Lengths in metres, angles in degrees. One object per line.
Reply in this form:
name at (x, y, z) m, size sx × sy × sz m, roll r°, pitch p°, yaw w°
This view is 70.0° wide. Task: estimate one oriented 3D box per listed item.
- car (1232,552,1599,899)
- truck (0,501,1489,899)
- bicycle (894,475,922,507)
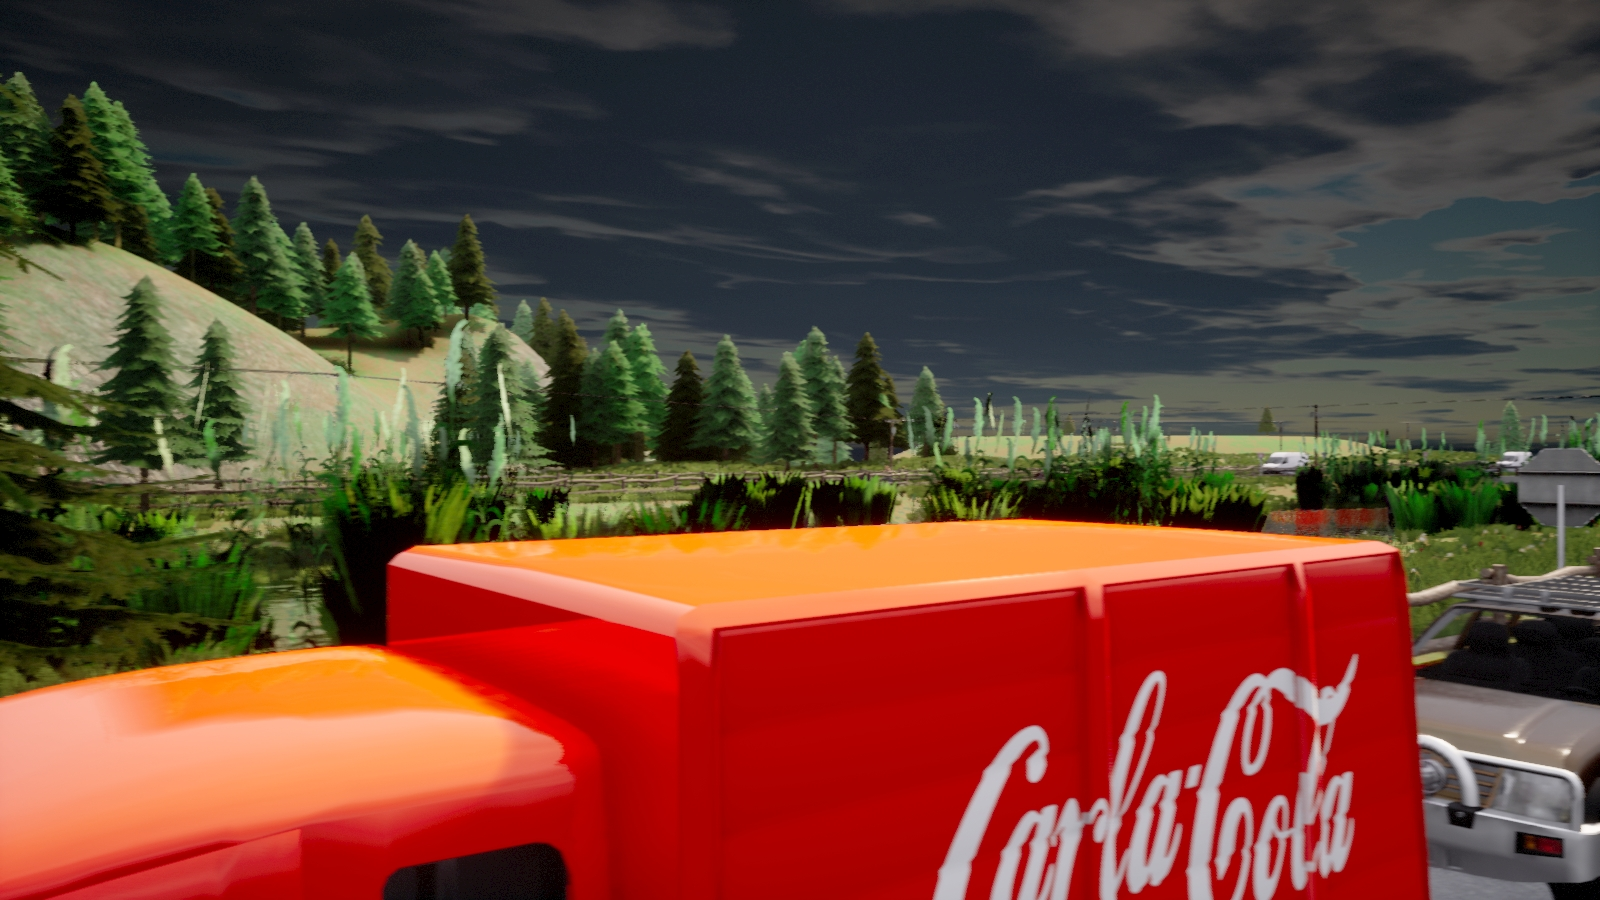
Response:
car at (5.186, 1.826, 7.919) m, size 4.605 × 1.855 × 1.932 m, roll 0°, pitch 0°, yaw -37°
truck at (-0.251, 1.529, 3.832) m, size 5.204 × 2.467 × 2.627 m, roll 0°, pitch 0°, yaw -37°
bicycle at (5.345, 2.010, 56.424) m, size 1.643 × 1.496 × 0.373 m, roll 0°, pitch 0°, yaw -41°
